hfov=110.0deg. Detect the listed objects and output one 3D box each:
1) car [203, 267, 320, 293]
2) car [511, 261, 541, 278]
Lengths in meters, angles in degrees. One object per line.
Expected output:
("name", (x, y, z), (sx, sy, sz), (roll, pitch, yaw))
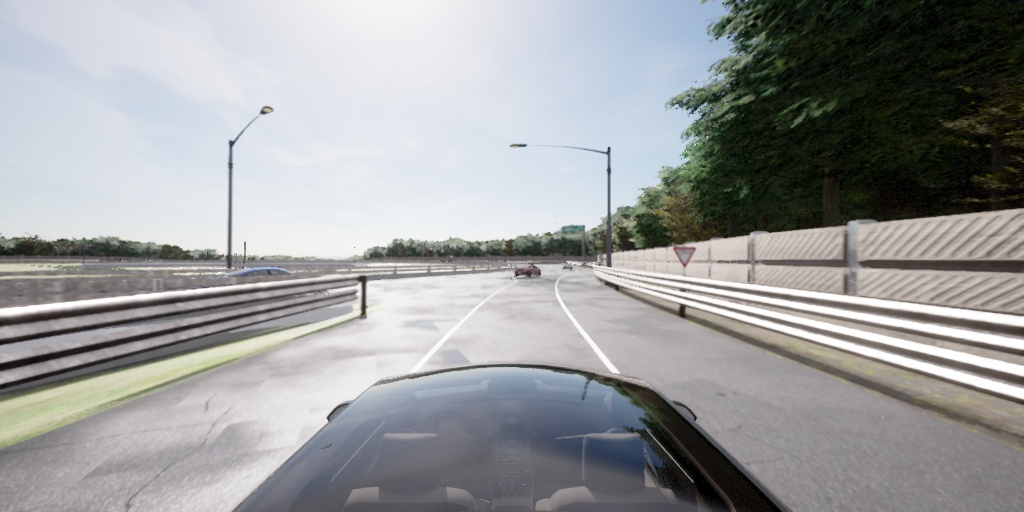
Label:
("car", (-11.725, 1.296, 17.426), (1.882, 1.535, 5.008), (0, 0, 38))
("car", (1.736, 1.588, 39.336), (1.812, 1.442, 4.674), (0, -1, 25))
